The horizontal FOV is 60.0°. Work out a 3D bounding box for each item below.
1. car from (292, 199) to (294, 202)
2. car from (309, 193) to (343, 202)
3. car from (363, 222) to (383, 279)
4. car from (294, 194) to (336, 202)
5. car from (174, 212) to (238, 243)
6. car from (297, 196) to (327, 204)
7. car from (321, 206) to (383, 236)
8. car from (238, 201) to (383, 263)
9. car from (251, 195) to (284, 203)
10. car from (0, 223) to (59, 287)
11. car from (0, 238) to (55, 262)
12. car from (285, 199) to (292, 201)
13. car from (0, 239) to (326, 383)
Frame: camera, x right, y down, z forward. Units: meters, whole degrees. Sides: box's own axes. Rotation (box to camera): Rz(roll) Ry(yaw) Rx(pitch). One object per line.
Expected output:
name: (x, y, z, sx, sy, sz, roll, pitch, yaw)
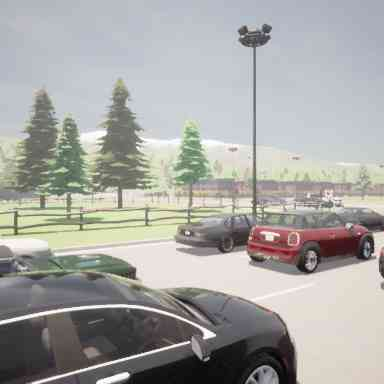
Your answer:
car: (20.914, 1.560, 63.755, 1.994, 1.385, 4.181, 0, 0, -35)
car: (20.083, 1.218, 50.672, 2.150, 2.045, 5.566, 0, 0, -35)
car: (6.465, 1.525, 8.340, 4.674, 1.442, 1.812, 0, 0, -35)
car: (17.683, 1.502, 47.991, 1.837, 1.490, 4.892, 0, 0, -35)
car: (1.877, 1.547, 13.666, 5.357, 1.411, 2.033, 0, 0, -35)
car: (23.728, 1.542, 65.809, 2.033, 1.411, 5.357, 0, 0, -35)
car: (9.530, 1.563, 19.104, 4.181, 1.385, 1.994, 0, 0, -35)
car: (3.980, 1.351, 10.866, 4.553, 1.767, 2.097, 0, 0, -35)
car: (12.286, 1.545, 55.705, 2.033, 1.411, 5.357, 0, 0, -35)
car: (-5.944, 1.601, 8.106, 4.718, 1.301, 1.895, 0, 0, -36)
car: (-3.288, 1.601, 5.700, 4.718, 1.301, 1.895, 0, 0, -35)
car: (14.580, 1.349, 58.542, 2.097, 1.767, 4.553, 0, 0, -35)
car: (-1.083, 1.505, 2.973, 4.892, 1.490, 1.837, 0, 0, -35)
